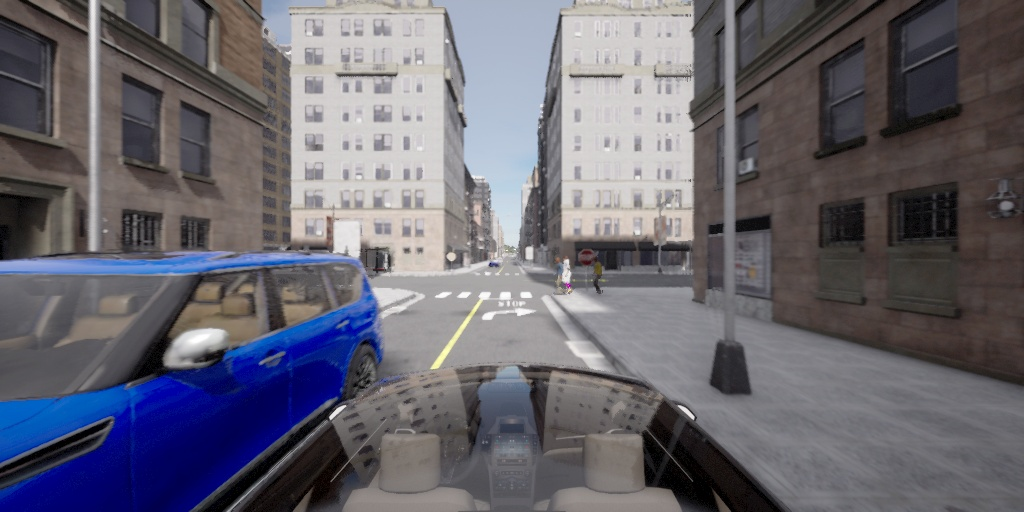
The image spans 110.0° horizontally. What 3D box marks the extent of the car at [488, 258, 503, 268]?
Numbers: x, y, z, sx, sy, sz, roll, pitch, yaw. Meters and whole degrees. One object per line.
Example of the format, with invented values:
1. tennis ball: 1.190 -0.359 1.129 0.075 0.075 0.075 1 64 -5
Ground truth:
1. car: -2.951 1.310 59.701 1.895 1.301 4.718 0 0 1

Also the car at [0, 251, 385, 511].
1. car: -2.842 0.970 2.819 2.150 2.045 5.566 0 0 0

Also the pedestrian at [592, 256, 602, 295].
1. pedestrian: 4.016 0.877 16.842 0.375 1.860 0.375 0 0 0

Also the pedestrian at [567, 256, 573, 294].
1. pedestrian: 2.695 0.876 17.443 0.375 1.860 0.375 0 0 0

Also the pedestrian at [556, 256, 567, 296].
1. pedestrian: 2.156 0.877 16.242 0.375 1.860 0.375 0 0 0
